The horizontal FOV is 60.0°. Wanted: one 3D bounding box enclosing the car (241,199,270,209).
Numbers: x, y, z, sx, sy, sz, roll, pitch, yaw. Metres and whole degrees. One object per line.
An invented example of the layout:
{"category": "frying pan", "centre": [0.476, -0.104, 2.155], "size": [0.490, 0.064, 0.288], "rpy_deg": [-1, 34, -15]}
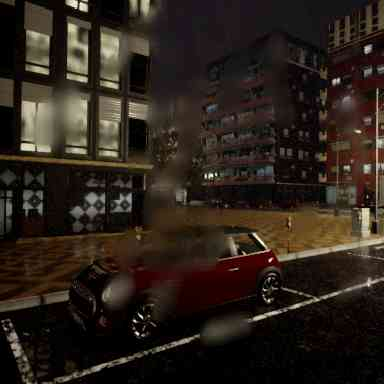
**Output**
{"category": "car", "centre": [10.168, 1.799, 50.625], "size": [1.887, 1.381, 4.507], "rpy_deg": [1, -1, -35]}

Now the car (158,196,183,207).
{"category": "car", "centre": [-3.217, 1.733, 55.076], "size": [1.887, 1.381, 4.507], "rpy_deg": [1, -1, -35]}

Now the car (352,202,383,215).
{"category": "car", "centre": [19.964, 1.729, 36.716], "size": [1.947, 1.339, 4.313], "rpy_deg": [1, -1, -35]}

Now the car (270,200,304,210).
{"category": "car", "centre": [13.433, 1.806, 45.988], "size": [1.802, 1.307, 4.206], "rpy_deg": [1, -1, -35]}

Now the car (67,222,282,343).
{"category": "car", "centre": [-0.200, 1.441, 6.395], "size": [4.097, 1.590, 1.967], "rpy_deg": [0, 1, -35]}

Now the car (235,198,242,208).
{"category": "car", "centre": [6.903, 1.725, 55.261], "size": [1.967, 1.590, 4.097], "rpy_deg": [1, -1, -35]}

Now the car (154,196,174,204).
{"category": "car", "centre": [-6.158, 1.724, 73.807], "size": [2.192, 1.841, 5.009], "rpy_deg": [1, -1, -35]}

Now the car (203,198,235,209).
{"category": "car", "centre": [3.314, 1.677, 45.803], "size": [2.008, 1.369, 4.403], "rpy_deg": [1, -1, -35]}

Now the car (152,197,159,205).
{"category": "car", "centre": [-6.482, 1.763, 59.712], "size": [1.887, 1.381, 4.507], "rpy_deg": [1, -1, -35]}
